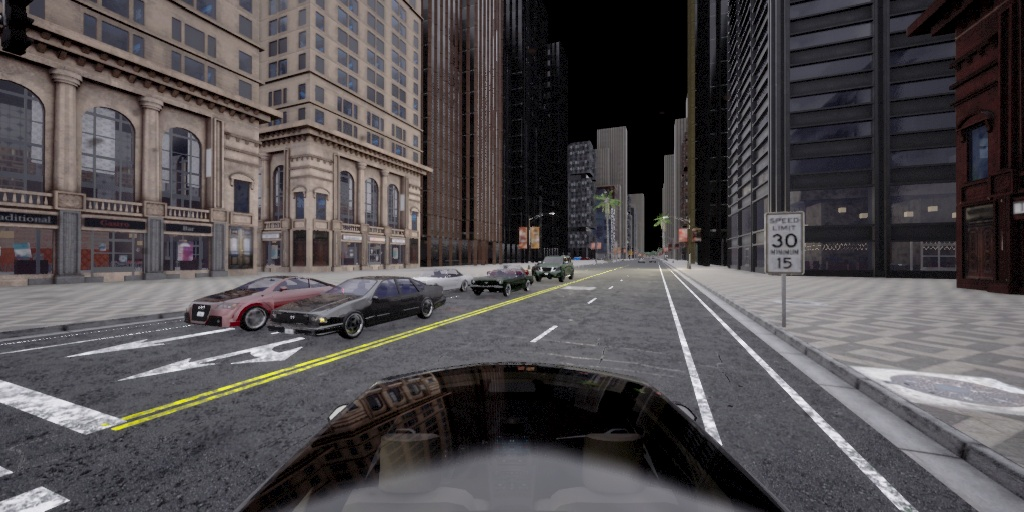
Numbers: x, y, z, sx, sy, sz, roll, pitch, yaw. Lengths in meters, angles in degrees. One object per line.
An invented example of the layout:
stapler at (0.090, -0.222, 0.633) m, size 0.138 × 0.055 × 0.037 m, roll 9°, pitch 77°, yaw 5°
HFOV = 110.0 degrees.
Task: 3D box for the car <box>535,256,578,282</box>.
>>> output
car at (3.582, 0.987, 29.322) m, size 2.150 × 2.045 × 5.566 m, roll 0°, pitch 0°, yaw 22°

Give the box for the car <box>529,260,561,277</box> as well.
car at (3.574, 1.251, 37.901) m, size 1.882 × 1.535 × 5.008 m, roll 0°, pitch 0°, yaw 22°

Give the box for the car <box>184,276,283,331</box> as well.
car at (-7.274, 1.316, 11.083) m, size 1.994 × 1.385 × 4.181 m, roll 0°, pitch 0°, yaw 22°

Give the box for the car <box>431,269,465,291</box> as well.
car at (-4.003, 1.357, 19.211) m, size 1.895 × 1.301 × 4.718 m, roll 0°, pitch 0°, yaw 22°

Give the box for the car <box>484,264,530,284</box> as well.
car at (-0.278, 1.364, 28.449) m, size 1.895 × 1.301 × 4.718 m, roll 0°, pitch 0°, yaw 22°

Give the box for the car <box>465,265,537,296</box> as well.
car at (-0.420, 1.358, 19.402) m, size 1.895 × 1.301 × 4.718 m, roll 0°, pitch 0°, yaw 22°

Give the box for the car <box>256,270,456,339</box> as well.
car at (-4.005, 1.299, 10.509) m, size 2.033 × 1.411 × 5.357 m, roll 0°, pitch 0°, yaw 22°
